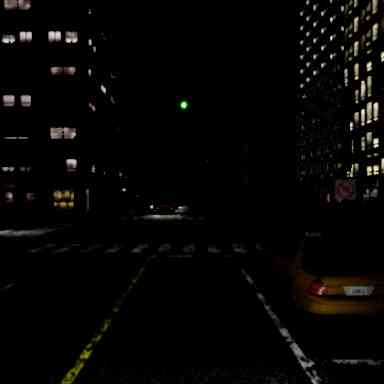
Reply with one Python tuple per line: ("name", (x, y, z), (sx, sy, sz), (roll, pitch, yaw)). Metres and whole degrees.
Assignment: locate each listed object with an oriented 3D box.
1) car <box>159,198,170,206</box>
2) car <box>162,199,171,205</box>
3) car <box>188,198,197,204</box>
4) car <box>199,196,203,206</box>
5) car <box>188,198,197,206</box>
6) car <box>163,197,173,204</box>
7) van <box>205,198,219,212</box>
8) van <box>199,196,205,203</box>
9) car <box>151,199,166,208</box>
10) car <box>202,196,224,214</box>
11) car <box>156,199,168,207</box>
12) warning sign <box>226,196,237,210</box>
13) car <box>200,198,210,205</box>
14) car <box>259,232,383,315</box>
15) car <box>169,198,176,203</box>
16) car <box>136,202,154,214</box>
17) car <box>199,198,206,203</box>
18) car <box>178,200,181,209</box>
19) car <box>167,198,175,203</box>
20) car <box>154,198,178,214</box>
("car", (-5.604, 1.967, 67.575), (1.967, 1.590, 4.097), (0, -1, 0))
("car", (-5.596, 2.158, 73.100), (1.802, 1.307, 4.206), (0, -1, 0))
("car", (0.107, 2.082, 79.127), (2.033, 1.411, 5.357), (0, -1, 0))
("car", (2.768, 1.794, 62.037), (2.192, 1.841, 5.009), (0, -1, 0))
("car", (0.092, 2.015, 68.710), (1.882, 1.535, 5.008), (0, -1, 0))
("car", (-5.589, 2.064, 78.628), (1.967, 1.590, 4.097), (0, -1, 0))
("van", (2.746, 1.681, 45.458), (1.690, 1.788, 3.998), (0, 0, 0))
("van", (2.813, 2.116, 95.195), (1.690, 1.788, 3.998), (0, -1, 0))
("car", (-5.618, 1.982, 56.521), (2.008, 1.369, 4.403), (0, 0, 0))
("car", (2.739, 1.611, 39.932), (2.192, 1.841, 5.009), (0, 0, 0))
("car", (-5.611, 2.024, 62.046), (1.887, 1.381, 4.507), (0, 0, 0))
("warning sign", (5.130, 1.437, 43.187), (1.300, 1.860, 1.060), (0, 0, 0))
("car", (2.784, 2.120, 73.089), (1.887, 1.381, 4.507), (0, -1, 0))
("car", (2.696, 1.580, 7.689), (1.752, 1.417, 4.829), (0, 0, 0))
("car", (-5.566, 2.319, 95.205), (1.887, 1.381, 4.507), (0, -1, 0))
("car", (-5.640, 1.846, 39.942), (2.008, 1.369, 4.403), (0, 0, 0))
("car", (2.807, 2.251, 89.838), (1.752, 1.417, 4.829), (0, -1, 0))
("car", (-3.025, 1.899, 49.574), (1.812, 1.442, 4.674), (0, -1, 0))
("car", (-5.574, 2.247, 89.510), (1.752, 1.417, 4.829), (0, -1, 0))
("car", (-3.047, 1.769, 39.408), (1.882, 1.535, 5.008), (0, 0, 0))
